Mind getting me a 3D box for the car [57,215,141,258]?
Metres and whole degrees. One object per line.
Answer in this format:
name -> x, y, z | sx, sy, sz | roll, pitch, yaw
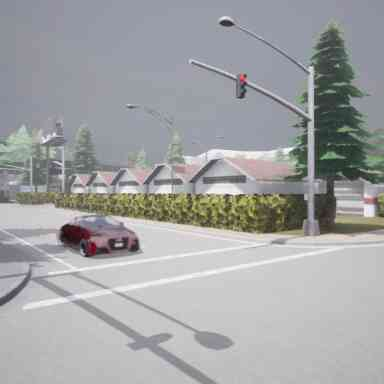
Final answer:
car -> -3.725, 1.599, 12.955 | 1.994, 1.385, 4.181 | 0, 1, -38
